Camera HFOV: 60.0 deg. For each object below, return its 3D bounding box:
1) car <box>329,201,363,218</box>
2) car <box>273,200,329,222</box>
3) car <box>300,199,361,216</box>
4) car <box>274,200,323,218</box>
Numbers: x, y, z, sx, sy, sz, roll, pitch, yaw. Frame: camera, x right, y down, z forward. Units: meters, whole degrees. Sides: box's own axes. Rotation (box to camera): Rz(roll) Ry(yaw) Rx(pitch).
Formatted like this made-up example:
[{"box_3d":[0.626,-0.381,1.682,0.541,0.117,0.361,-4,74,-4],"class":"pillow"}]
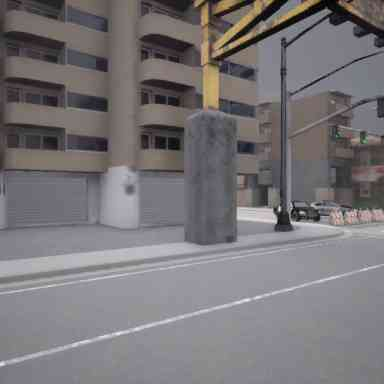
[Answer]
[{"box_3d":[11.915,1.453,28.533,4.974,1.542,2.038,0,0,35],"class":"car"},{"box_3d":[8.331,1.453,26.398,2.038,1.542,4.974,0,0,-10],"class":"car"},{"box_3d":[11.872,1.295,28.562,4.536,1.218,1.853,0,0,35],"class":"car"},{"box_3d":[8.321,1.295,26.449,1.853,1.218,4.536,0,0,-10],"class":"car"}]
